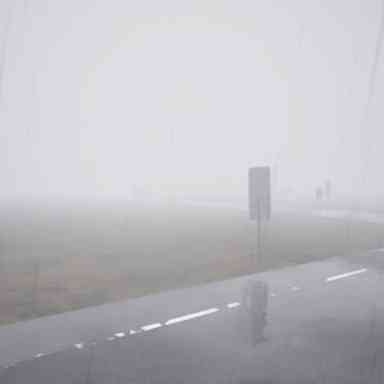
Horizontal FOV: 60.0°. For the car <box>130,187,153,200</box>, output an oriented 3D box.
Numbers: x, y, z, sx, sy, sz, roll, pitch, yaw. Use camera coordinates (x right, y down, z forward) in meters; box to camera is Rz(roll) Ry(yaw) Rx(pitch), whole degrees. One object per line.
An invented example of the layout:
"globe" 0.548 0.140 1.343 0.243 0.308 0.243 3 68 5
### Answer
"car" -8.959 0.227 58.811 2.150 2.045 5.566 -2 2 -35
